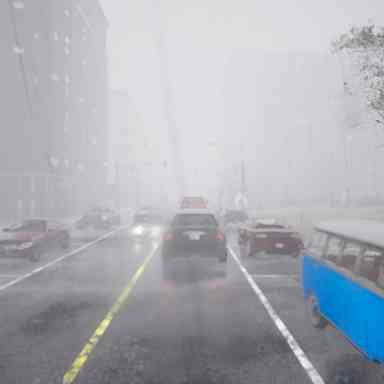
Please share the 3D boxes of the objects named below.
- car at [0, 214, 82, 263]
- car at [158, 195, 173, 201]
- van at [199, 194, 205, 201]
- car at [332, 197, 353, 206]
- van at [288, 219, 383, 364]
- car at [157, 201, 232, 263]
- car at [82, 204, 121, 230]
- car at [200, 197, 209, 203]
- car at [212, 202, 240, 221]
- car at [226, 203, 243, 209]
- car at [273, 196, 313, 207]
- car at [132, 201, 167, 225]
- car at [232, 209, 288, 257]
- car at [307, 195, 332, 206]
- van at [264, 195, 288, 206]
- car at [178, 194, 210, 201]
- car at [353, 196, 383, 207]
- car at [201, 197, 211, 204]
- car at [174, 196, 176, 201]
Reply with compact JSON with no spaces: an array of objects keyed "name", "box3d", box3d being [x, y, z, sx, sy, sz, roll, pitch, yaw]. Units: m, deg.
[{"name":"car","box3d":[-5.750,1.613,12.137,1.802,1.307,4.206,1,0,0]},{"name":"car","box3d":[-5.623,1.493,67.080,2.192,1.841,5.009,1,0,0]},{"name":"van","box3d":[2.777,1.596,94.890,1.690,1.788,3.998,1,0,0]},{"name":"car","box3d":[24.862,1.543,53.755,4.507,1.381,1.887,0,-1,0]},{"name":"van","box3d":[2.734,1.353,4.379,1.690,1.788,3.998,1,0,0]},{"name":"car","box3d":[0.086,1.388,12.291,2.097,1.767,4.553,0,0,0]},{"name":"car","box3d":[-5.791,1.495,21.041,1.967,1.590,4.097,1,0,0]},{"name":"car","box3d":[2.757,1.775,72.603,1.802,1.307,4.206,1,0,0]},{"name":"car","box3d":[2.852,1.626,28.840,2.008,1.369,4.403,1,0,0]},{"name":"car","box3d":[2.848,1.611,23.270,2.008,1.369,4.403,1,0,0]},{"name":"car","box3d":[13.738,1.522,45.463,4.206,1.307,1.802,0,-1,0]},{"name":"car","box3d":[-3.069,1.627,24.320,1.994,1.385,4.181,0,0,0]},{"name":"car","box3d":[2.794,1.578,12.840,1.887,1.381,4.507,1,0,0]},{"name":"car","box3d":[19.333,1.356,53.801,5.009,1.841,2.192,0,-1,0]},{"name":"van","box3d":[13.805,1.425,53.845,3.998,1.788,1.690,0,-1,0]},{"name":"car","box3d":[0.094,1.293,26.763,2.150,2.045,5.566,0,0,0]},{"name":"car","box3d":[24.793,1.295,45.376,4.097,1.590,1.967,0,-1,0]},{"name":"car","box3d":[2.753,1.744,67.033,1.947,1.339,4.313,1,0,0]},{"name":"car","box3d":[-5.605,1.821,94.934,1.947,1.339,4.313,1,0,0]}]
